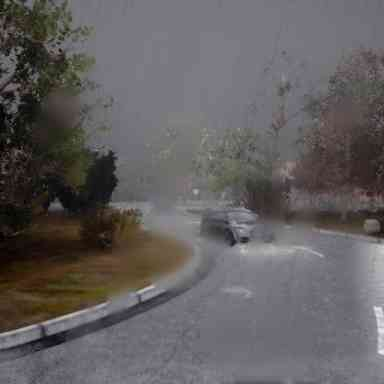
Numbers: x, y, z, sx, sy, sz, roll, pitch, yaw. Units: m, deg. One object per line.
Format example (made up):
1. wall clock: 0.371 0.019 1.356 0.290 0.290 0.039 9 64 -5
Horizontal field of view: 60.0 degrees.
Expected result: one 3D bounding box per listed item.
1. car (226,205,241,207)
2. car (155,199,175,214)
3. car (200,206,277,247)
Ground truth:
1. car: 2.382 1.553 21.545 1.994 1.385 4.181 0 0 -31
2. car: -2.942 1.502 35.927 1.837 1.490 4.892 0 0 -5
3. car: 1.934 1.537 14.894 1.994 1.385 4.181 0 0 -21
